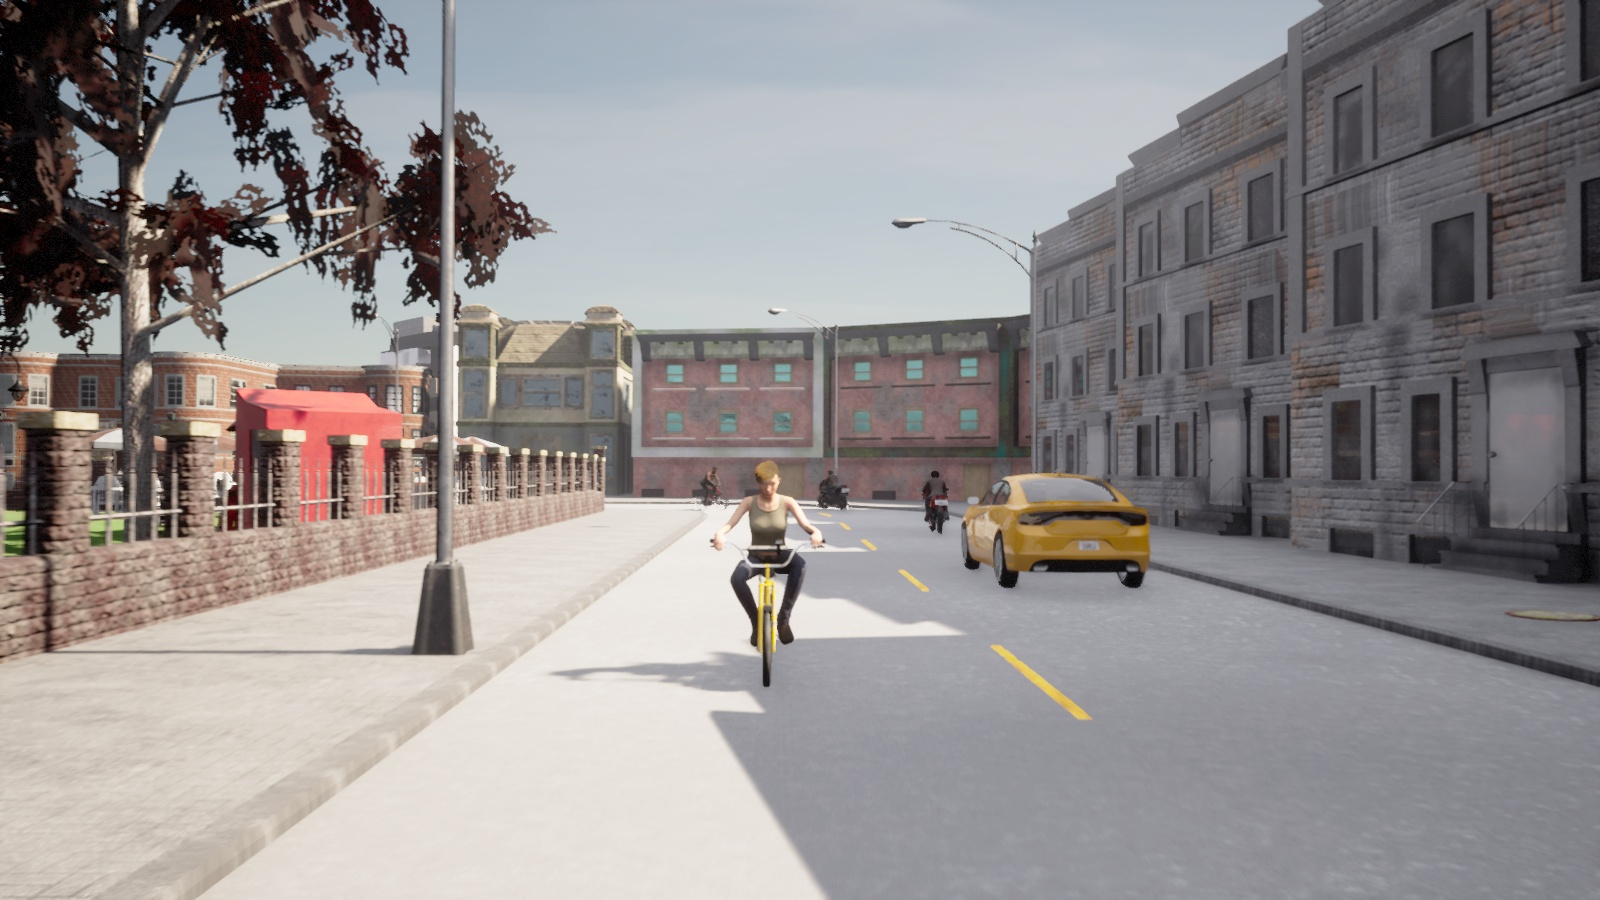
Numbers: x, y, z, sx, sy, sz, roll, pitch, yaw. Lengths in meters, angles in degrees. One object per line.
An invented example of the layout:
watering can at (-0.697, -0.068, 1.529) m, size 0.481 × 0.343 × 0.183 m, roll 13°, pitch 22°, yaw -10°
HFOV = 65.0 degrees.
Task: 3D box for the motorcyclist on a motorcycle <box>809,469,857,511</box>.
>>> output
motorcyclist on a motorcycle at (1.228, 1.499, 47.562) m, size 0.797 × 1.523 × 2.044 m, roll -2°, pitch 0°, yaw -30°

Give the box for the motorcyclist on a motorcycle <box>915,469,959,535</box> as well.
motorcyclist on a motorcycle at (3.297, 1.234, 30.426) m, size 0.797 × 1.523 × 2.044 m, roll 0°, pitch -1°, yaw -1°

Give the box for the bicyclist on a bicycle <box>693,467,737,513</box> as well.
bicyclist on a bicycle at (-3.108, 1.462, 45.967) m, size 1.656 × 1.620 × 0.582 m, roll -1°, pitch 1°, yaw 42°

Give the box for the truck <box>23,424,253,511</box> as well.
truck at (-27.217, 0.708, 51.901) m, size 7.936 × 3.462 × 2.891 m, roll 0°, pitch -1°, yaw -1°

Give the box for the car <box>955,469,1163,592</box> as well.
car at (3.558, 1.048, 18.267) m, size 1.882 × 1.535 × 5.008 m, roll 0°, pitch -1°, yaw -1°

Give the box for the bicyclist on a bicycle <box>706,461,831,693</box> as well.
bicyclist on a bicycle at (-0.230, 0.891, 9.514) m, size 0.866 × 1.612 × 1.509 m, roll 0°, pitch 0°, yaw -1°
